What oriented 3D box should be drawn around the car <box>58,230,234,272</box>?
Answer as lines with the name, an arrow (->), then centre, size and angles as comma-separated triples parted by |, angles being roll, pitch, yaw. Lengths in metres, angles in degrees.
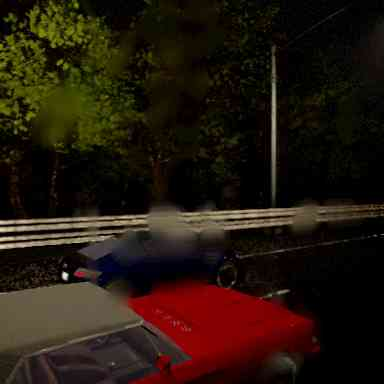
car -> -0.793, 1.568, 7.500 | 4.181, 1.385, 1.994 | 0, 0, -36

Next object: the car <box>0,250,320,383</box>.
car -> -0.908, 1.602, 3.107 | 4.718, 1.301, 1.895 | 0, 0, -36
